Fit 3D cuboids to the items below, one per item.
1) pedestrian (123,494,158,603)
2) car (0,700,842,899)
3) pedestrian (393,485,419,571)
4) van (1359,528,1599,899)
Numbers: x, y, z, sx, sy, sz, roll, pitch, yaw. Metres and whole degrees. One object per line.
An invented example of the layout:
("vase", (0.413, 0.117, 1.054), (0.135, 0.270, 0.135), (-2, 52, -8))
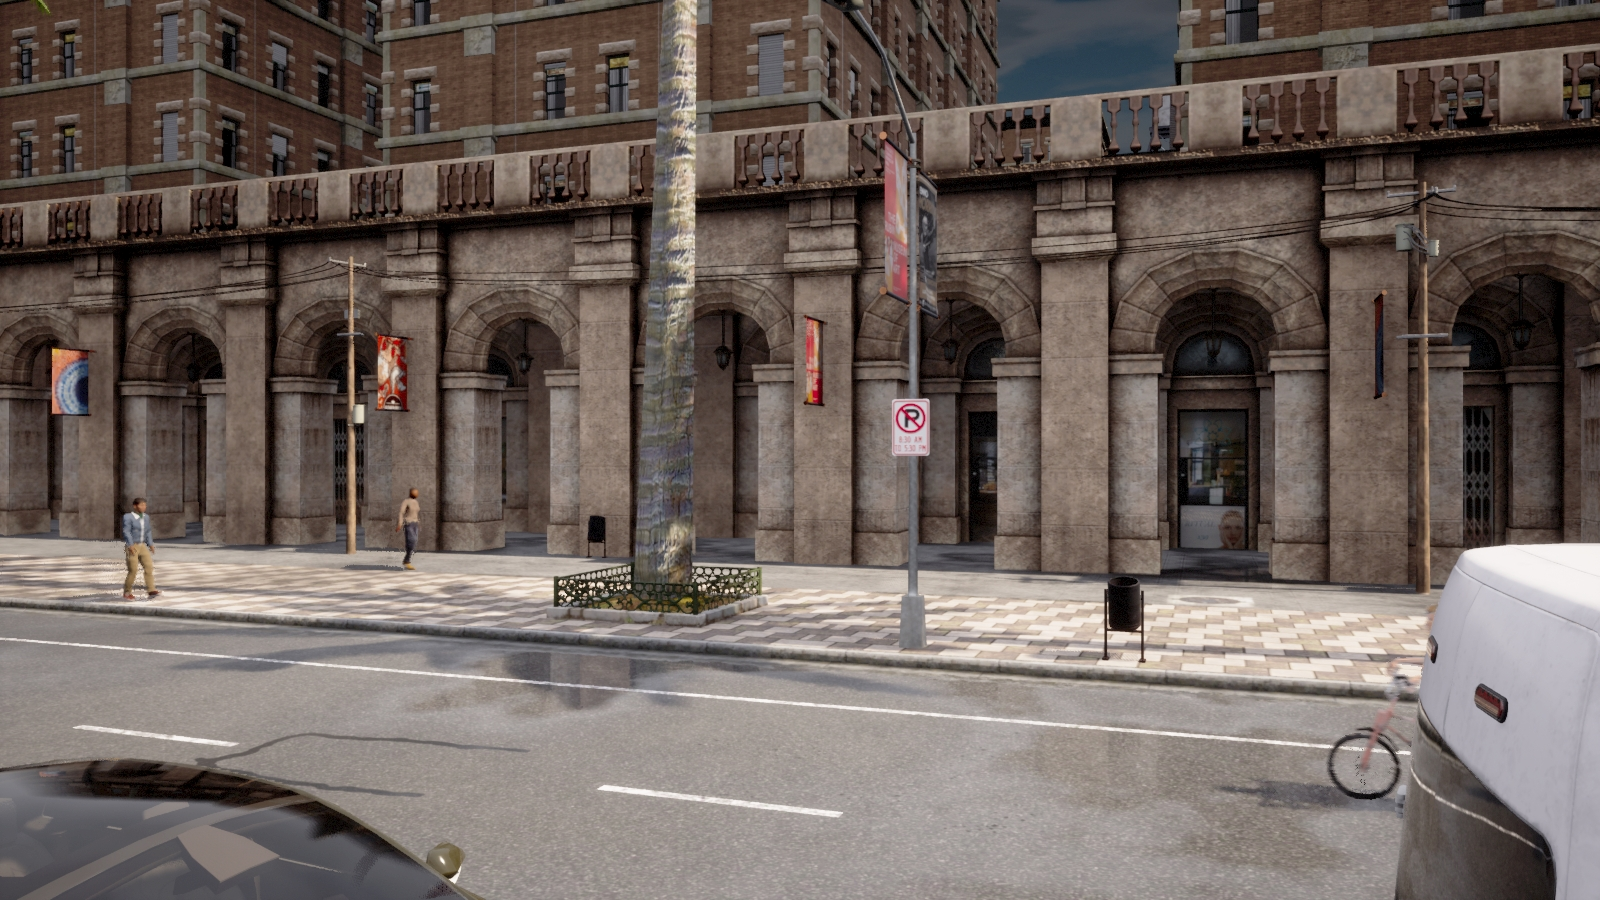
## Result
("pedestrian", (-11.455, 1.696, 19.857), (0.375, 1.860, 0.375), (0, 0, 21))
("car", (-2.519, 2.061, 4.220), (4.892, 1.480, 2.231), (0, 0, 20))
("pedestrian", (-8.637, 1.696, 25.047), (0.375, 1.860, 0.375), (0, 0, 21))
("van", (4.249, 1.534, 1.754), (5.915, 2.561, 1.988), (0, 0, 20))
